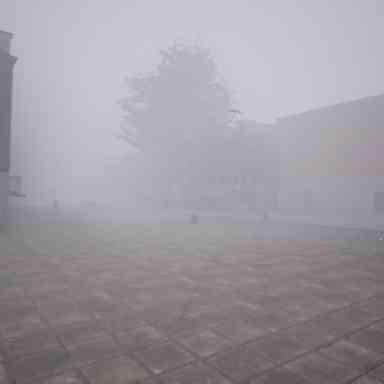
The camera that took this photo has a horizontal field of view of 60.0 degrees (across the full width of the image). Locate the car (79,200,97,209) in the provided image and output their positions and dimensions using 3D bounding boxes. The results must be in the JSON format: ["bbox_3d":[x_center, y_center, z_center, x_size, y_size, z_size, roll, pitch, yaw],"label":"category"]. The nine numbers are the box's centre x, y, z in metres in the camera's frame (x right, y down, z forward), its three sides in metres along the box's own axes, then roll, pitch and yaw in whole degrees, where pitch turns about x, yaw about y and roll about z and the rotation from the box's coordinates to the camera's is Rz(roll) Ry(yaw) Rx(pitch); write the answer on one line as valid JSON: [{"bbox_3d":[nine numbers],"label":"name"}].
[{"bbox_3d":[-17.528,2.089,55.992,1.837,1.490,4.892,2,-2,-35],"label":"car"}]
